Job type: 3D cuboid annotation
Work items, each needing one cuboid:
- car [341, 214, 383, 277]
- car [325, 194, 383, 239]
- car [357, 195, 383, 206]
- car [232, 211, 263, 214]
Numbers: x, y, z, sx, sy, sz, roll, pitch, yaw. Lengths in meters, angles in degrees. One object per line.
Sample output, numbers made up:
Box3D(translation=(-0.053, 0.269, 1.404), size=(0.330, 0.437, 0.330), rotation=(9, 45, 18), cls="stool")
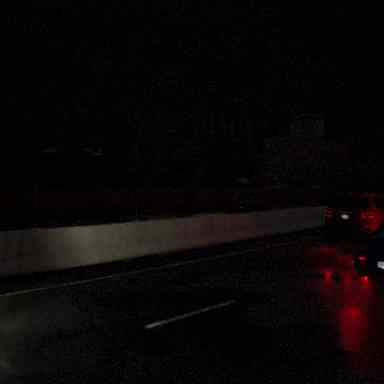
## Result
Box3D(translation=(5.985, 1.435, 8.837), size=(4.674, 1.442, 1.812), rotation=(-1, 0, -41), cls="car")
Box3D(translation=(8.265, 1.084, 15.554), size=(5.566, 2.045, 2.150), rotation=(-1, 0, -43), cls="car")
Box3D(translation=(24.469, 1.157, 45.489), size=(4.181, 1.385, 1.994), rotation=(-1, 0, -43), cls="car")
Box3D(translation=(5.604, 1.321, 32.557), size=(5.008, 1.535, 1.882), rotation=(-1, 0, -43), cls="car")
